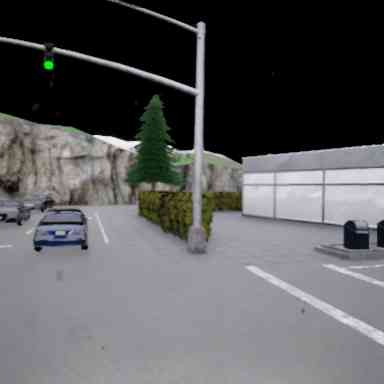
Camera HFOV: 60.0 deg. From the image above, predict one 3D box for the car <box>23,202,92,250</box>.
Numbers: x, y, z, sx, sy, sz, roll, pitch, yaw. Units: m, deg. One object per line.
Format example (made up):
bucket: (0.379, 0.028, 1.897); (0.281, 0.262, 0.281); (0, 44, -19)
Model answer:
car: (-5.047, 1.348, 13.233); (2.033, 1.411, 5.357); (1, 0, -18)

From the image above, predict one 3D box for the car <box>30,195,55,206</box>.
car: (-13.800, 0.992, 30.058); (2.128, 1.511, 4.902); (1, 1, -6)

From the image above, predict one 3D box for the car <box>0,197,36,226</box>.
car: (-10.991, 1.196, 19.937); (1.994, 1.385, 4.181); (1, 0, -17)
